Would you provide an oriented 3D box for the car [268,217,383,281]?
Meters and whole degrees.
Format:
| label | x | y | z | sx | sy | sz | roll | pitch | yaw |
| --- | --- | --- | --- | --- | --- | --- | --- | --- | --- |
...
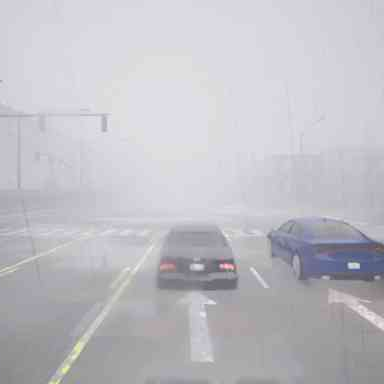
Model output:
| label | x | y | z | sx | sy | sz | roll | pitch | yaw |
| --- | --- | --- | --- | --- | --- | --- | --- | --- | --- |
| car | 3.600 | 1.479 | 9.856 | 1.882 | 1.535 | 5.008 | 0 | 0 | 0 |

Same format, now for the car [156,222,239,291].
| label | x | y | z | sx | sy | sz | roll | pitch | yaw |
| --- | --- | --- | --- | --- | --- | --- | --- | --- | --- |
| car | 0.099 | 1.549 | 9.142 | 2.033 | 1.411 | 5.357 | 0 | 0 | 0 |
